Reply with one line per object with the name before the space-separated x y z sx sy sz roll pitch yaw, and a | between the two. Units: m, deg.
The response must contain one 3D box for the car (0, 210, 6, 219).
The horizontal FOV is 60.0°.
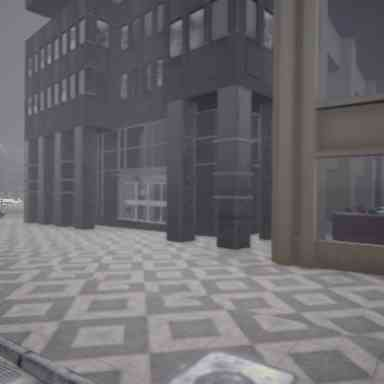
car | -23.105 2.189 36.181 1.882 1.535 5.008 1 1 45
